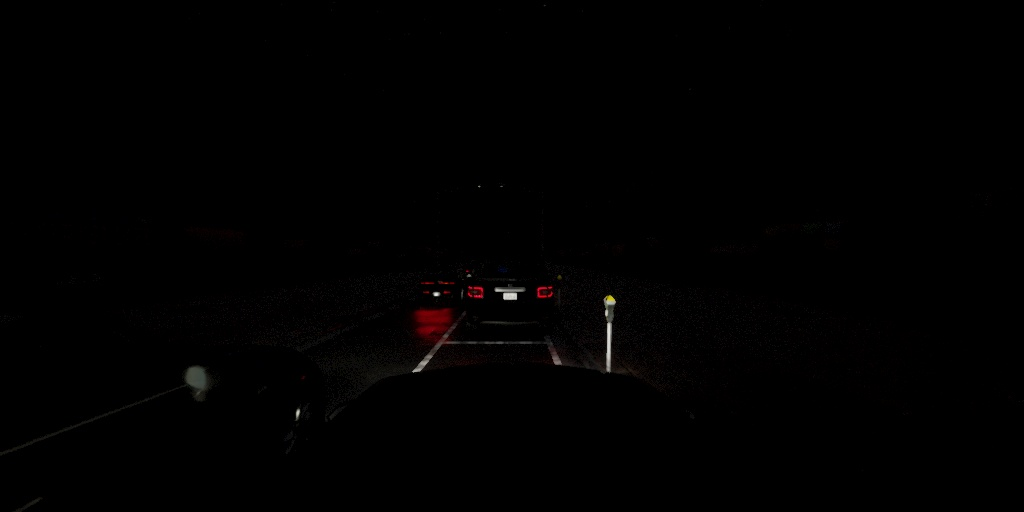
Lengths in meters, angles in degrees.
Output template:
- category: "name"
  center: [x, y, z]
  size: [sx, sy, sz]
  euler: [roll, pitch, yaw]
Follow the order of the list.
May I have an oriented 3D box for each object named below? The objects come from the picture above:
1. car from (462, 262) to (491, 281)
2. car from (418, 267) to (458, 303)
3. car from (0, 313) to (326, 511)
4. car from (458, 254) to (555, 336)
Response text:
- category: "car"
  center: [-3.019, 1.287, 31.420]
  size: [2.033, 1.411, 5.357]
  euler: [0, 0, 0]
- category: "car"
  center: [-3.017, 1.253, 16.730]
  size: [1.837, 1.490, 4.892]
  euler: [0, 0, 0]
- category: "car"
  center: [-3.020, 1.101, 1.956]
  size: [2.097, 1.767, 4.553]
  euler: [0, 0, 0]
- category: "car"
  center: [-0.039, 0.975, 10.532]
  size: [2.150, 2.045, 5.566]
  euler: [0, 0, 0]
